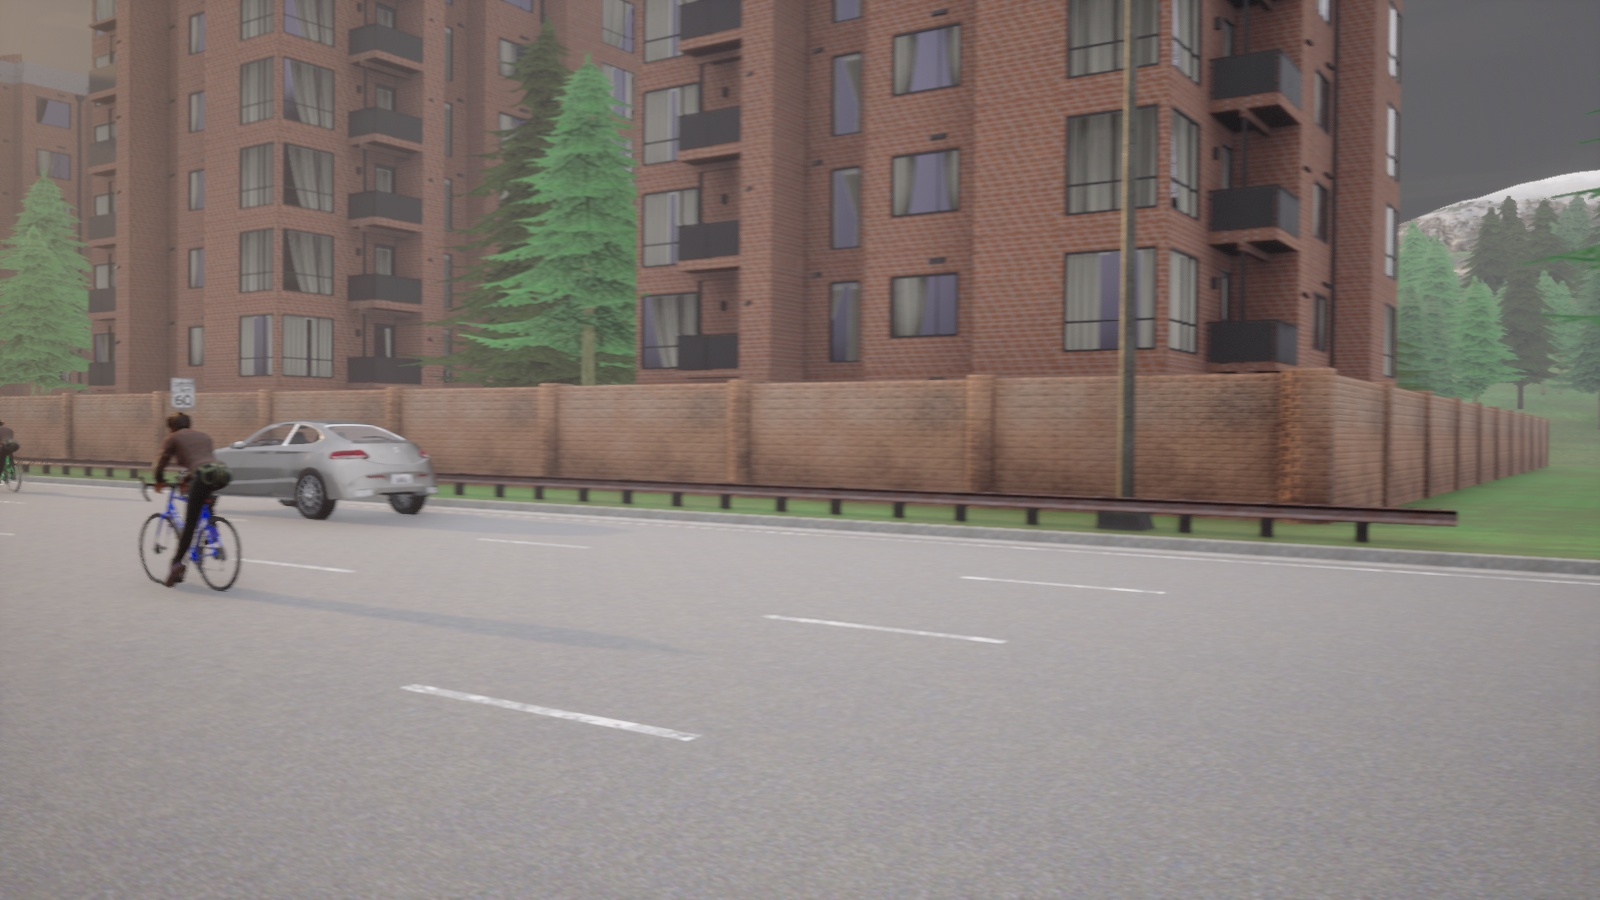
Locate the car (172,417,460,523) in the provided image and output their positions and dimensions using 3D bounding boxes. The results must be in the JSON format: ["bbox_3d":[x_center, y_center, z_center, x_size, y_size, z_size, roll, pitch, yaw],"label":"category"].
[{"bbox_3d":[-8.479,0.290,21.857,5.027,1.651,2.152,0,1,34],"label":"car"}]

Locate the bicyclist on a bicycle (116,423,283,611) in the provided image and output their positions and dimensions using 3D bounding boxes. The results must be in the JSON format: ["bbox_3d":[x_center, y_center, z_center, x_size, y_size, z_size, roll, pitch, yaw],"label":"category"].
[{"bbox_3d":[-5.501,0.578,11.480,1.656,1.620,0.582,0,1,34],"label":"bicyclist on a bicycle"}]

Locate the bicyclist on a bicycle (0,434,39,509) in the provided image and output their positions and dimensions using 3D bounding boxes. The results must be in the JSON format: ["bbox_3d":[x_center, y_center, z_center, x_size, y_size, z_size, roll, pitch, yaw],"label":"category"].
[{"bbox_3d":[-17.692,0.464,27.981,1.656,1.620,0.582,0,1,34],"label":"bicyclist on a bicycle"}]
